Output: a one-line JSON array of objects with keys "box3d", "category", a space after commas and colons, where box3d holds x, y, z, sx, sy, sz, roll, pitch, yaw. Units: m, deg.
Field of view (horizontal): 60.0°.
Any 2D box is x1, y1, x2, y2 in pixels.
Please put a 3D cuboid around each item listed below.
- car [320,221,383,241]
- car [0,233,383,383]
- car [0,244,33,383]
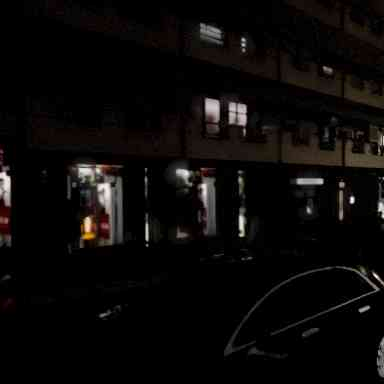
[{"box3d": [4.912, 1.583, 10.081, 4.313, 1.339, 1.947, 0, -1, -35], "category": "car"}, {"box3d": [0.639, 1.510, 3.820, 4.892, 1.490, 1.837, 0, 0, -35], "category": "car"}, {"box3d": [-4.311, 1.542, 3.499, 4.507, 1.381, 1.887, 0, -1, -35], "category": "car"}]
